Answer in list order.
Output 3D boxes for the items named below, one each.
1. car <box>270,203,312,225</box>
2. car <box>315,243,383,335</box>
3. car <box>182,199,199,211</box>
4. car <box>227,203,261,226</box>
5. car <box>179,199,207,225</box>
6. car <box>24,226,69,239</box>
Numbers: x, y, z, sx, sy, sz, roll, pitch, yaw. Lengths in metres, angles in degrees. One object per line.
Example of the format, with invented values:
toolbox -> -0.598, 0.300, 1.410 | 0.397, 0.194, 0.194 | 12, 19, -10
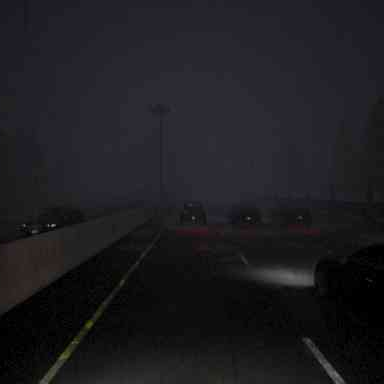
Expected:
car -> 7.095, 1.524, 24.285 | 1.882, 1.535, 5.008 | 0, 0, 0
car -> 3.602, 1.536, 5.403 | 1.812, 1.442, 4.674 | 0, 0, 0
car -> -0.285, 1.628, 42.748 | 2.033, 1.411, 5.357 | 0, 0, -2
car -> 3.597, 1.522, 23.668 | 1.882, 1.535, 5.008 | 0, 0, 0
car -> 0.093, 1.538, 24.702 | 2.128, 1.511, 4.902 | 0, 0, 0
car -> -7.068, 1.525, 17.364 | 2.128, 1.511, 4.902 | 0, 0, 0
